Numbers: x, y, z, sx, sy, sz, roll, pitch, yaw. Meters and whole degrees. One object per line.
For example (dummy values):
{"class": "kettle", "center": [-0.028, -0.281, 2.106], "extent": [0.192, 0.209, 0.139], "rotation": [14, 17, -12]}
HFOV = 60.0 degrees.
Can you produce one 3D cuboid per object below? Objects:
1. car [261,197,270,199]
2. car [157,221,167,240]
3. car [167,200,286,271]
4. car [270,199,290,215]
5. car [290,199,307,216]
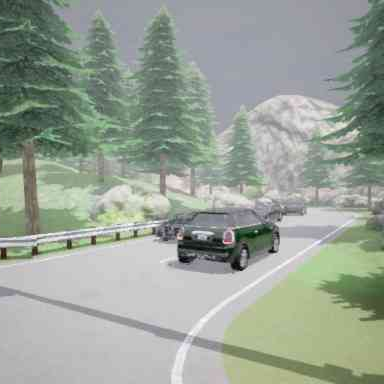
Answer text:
{"class": "car", "center": [11.279, 1.527, 55.349], "extent": [1.882, 1.535, 5.008], "rotation": [3, -2, -45]}
{"class": "car", "center": [0.128, 1.573, 16.167], "extent": [1.994, 1.385, 4.181], "rotation": [0, 0, 31]}
{"class": "car", "center": [1.418, 1.312, 11.369], "extent": [2.097, 1.767, 4.553], "rotation": [0, 0, 31]}
{"class": "car", "center": [5.319, 1.506, 24.649], "extent": [2.128, 1.511, 4.902], "rotation": [0, 0, 32]}
{"class": "car", "center": [10.429, 1.525, 33.497], "extent": [1.837, 1.490, 4.892], "rotation": [0, 0, 24]}
